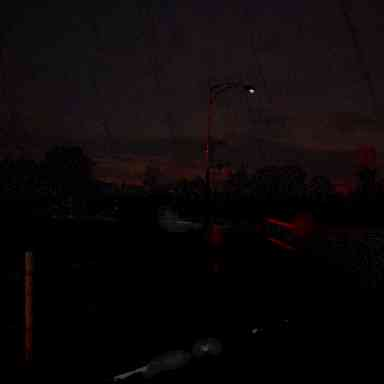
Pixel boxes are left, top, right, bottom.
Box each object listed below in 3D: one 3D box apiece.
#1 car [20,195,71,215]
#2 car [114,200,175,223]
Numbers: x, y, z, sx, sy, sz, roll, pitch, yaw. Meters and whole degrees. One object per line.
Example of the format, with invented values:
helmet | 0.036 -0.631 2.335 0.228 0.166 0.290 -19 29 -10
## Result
car | -12.367 1.032 28.024 5.008 1.535 1.882 1 0 32
car | -3.226 1.262 22.551 4.181 1.385 1.994 1 0 30
